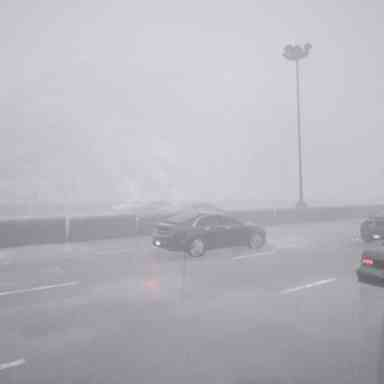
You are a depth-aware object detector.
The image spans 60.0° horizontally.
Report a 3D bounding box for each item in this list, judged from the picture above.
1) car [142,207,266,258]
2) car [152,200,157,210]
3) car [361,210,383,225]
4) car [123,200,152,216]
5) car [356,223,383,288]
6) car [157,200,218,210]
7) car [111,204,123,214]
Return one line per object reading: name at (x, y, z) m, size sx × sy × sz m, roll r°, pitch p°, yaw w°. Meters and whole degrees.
car at (0.787, 1.515, 12.890) m, size 4.892 × 1.490 × 1.837 m, roll 0°, pitch 0°, yaw -35°
car at (-0.796, 1.545, 29.185) m, size 4.674 × 1.442 × 1.812 m, roll 0°, pitch 0°, yaw -35°
car at (9.332, 1.528, 14.669) m, size 4.892 × 1.490 × 1.837 m, roll 0°, pitch 0°, yaw -35°
car at (-3.656, 1.522, 31.445) m, size 4.892 × 1.490 × 1.837 m, roll 0°, pitch 0°, yaw -35°
car at (6.141, 1.561, 8.107) m, size 5.357 × 1.411 × 2.033 m, roll 0°, pitch 0°, yaw -35°
car at (0.086, 1.523, 25.518) m, size 4.892 × 1.490 × 1.837 m, roll 0°, pitch 0°, yaw -35°
car at (-5.980, 1.541, 34.088) m, size 4.674 × 1.442 × 1.812 m, roll 0°, pitch 0°, yaw -35°
